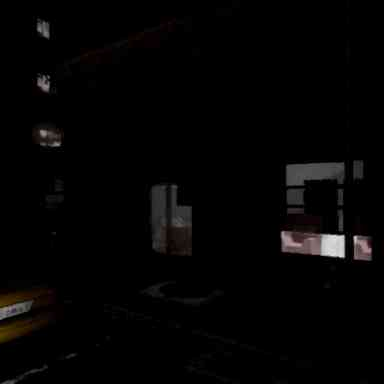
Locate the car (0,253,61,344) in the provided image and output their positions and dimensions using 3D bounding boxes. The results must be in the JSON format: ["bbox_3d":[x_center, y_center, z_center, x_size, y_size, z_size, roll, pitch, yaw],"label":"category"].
[{"bbox_3d":[-4.222,1.532,5.763,4.829,1.417,1.752,0,0,36],"label":"car"}]
